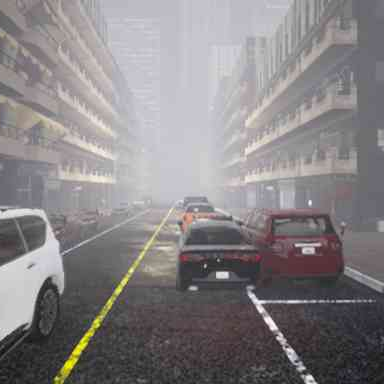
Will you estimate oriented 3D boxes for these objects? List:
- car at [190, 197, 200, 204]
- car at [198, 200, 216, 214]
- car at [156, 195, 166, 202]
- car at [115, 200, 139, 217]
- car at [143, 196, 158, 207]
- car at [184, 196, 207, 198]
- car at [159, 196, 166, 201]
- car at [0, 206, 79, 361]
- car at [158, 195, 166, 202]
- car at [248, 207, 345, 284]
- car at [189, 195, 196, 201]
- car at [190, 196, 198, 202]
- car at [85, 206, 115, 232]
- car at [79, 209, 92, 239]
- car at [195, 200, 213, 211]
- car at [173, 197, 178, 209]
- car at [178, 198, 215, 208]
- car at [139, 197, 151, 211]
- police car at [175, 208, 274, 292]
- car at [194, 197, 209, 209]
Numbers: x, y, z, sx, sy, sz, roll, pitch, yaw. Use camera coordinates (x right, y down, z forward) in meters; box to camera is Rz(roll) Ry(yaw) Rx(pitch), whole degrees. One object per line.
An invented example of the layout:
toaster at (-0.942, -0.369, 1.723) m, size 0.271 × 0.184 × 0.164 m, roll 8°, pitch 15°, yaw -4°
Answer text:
car at (0.703, 1.809, 71.098) m, size 1.947 × 1.339 × 4.313 m, roll -1°, pitch 0°, yaw -2°
car at (1.641, 1.653, 37.669) m, size 1.752 × 1.417 × 4.829 m, roll -1°, pitch 0°, yaw -2°
car at (-8.150, 1.620, 87.692) m, size 2.192 × 1.841 × 5.009 m, roll -1°, pitch 0°, yaw -2°
car at (-6.575, 1.660, 31.694) m, size 2.008 × 1.369 × 4.403 m, roll -1°, pitch 0°, yaw -2°
car at (-7.207, 1.502, 54.093) m, size 2.192 × 1.841 × 5.009 m, roll -1°, pitch 0°, yaw -2°
car at (0.213, 1.310, 25.107) m, size 2.150 × 2.045 × 5.566 m, roll 0°, pitch 0°, yaw -2°
car at (-8.303, 1.907, 93.291) m, size 1.802 × 1.307 × 4.206 m, roll -1°, pitch 0°, yaw -2°
car at (-3.182, 1.235, 3.491) m, size 2.150 × 2.045 × 5.566 m, roll 0°, pitch 0°, yaw -2°
car at (-7.989, 1.836, 82.091) m, size 2.008 × 1.369 × 4.403 m, roll -1°, pitch 0°, yaw -2°
car at (2.429, 1.347, 9.502) m, size 2.192 × 1.841 × 5.009 m, roll -1°, pitch 0°, yaw -2°
car at (0.072, 1.763, 93.498) m, size 1.967 × 1.590 × 4.097 m, roll -1°, pitch 0°, yaw -2°
car at (0.383, 1.809, 82.468) m, size 1.752 × 1.417 × 4.829 m, roll -1°, pitch 0°, yaw -2°
car at (-6.260, 1.653, 20.494) m, size 1.802 × 1.307 × 4.206 m, roll -1°, pitch 0°, yaw -2°
car at (-6.103, 1.634, 14.894) m, size 1.802 × 1.307 × 4.206 m, roll -1°, pitch 0°, yaw -2°
car at (1.489, 1.712, 43.099) m, size 1.947 × 1.339 × 4.313 m, roll -1°, pitch 0°, yaw -2°
car at (-1.243, 1.755, 45.359) m, size 1.895 × 1.301 × 4.718 m, roll 0°, pitch 0°, yaw -1°
car at (0.382, 1.416, 19.049) m, size 2.097 × 1.767 × 4.553 m, roll 0°, pitch 0°, yaw -2°
car at (-6.889, 1.698, 42.893) m, size 2.008 × 1.369 × 4.403 m, roll -1°, pitch 0°, yaw -2°
police car at (0.557, 1.457, 9.195) m, size 1.930 × 1.638 × 5.238 m, roll 0°, pitch 0°, yaw -1°
car at (1.330, 1.605, 48.700) m, size 1.967 × 1.590 × 4.097 m, roll -1°, pitch 0°, yaw -2°
